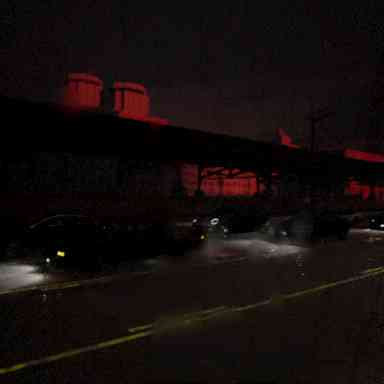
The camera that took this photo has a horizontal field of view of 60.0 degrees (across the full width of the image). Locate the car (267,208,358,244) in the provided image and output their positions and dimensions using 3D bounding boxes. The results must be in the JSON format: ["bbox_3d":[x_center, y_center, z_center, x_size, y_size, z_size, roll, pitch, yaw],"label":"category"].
[{"bbox_3d":[6.246,1.692,17.025,4.674,1.442,1.812,0,0,-35],"label":"car"}]

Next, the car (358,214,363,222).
[{"bbox_3d":[10.334,1.815,24.206,4.718,1.301,1.895,0,0,-35],"label":"car"}]

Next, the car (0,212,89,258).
[{"bbox_3d":[-5.388,1.545,13.043,4.902,1.511,2.128,1,-1,-35],"label":"car"}]

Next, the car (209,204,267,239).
[{"bbox_3d":[2.215,1.502,18.451,4.553,1.767,2.097,1,0,-35],"label":"car"}]

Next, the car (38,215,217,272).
[{"bbox_3d":[-1.986,1.620,11.171,5.357,1.411,2.033,1,-1,-35],"label":"car"}]

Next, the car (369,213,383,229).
[{"bbox_3d":[14.327,1.771,22.733,5.357,1.411,2.033,0,0,-35],"label":"car"}]
